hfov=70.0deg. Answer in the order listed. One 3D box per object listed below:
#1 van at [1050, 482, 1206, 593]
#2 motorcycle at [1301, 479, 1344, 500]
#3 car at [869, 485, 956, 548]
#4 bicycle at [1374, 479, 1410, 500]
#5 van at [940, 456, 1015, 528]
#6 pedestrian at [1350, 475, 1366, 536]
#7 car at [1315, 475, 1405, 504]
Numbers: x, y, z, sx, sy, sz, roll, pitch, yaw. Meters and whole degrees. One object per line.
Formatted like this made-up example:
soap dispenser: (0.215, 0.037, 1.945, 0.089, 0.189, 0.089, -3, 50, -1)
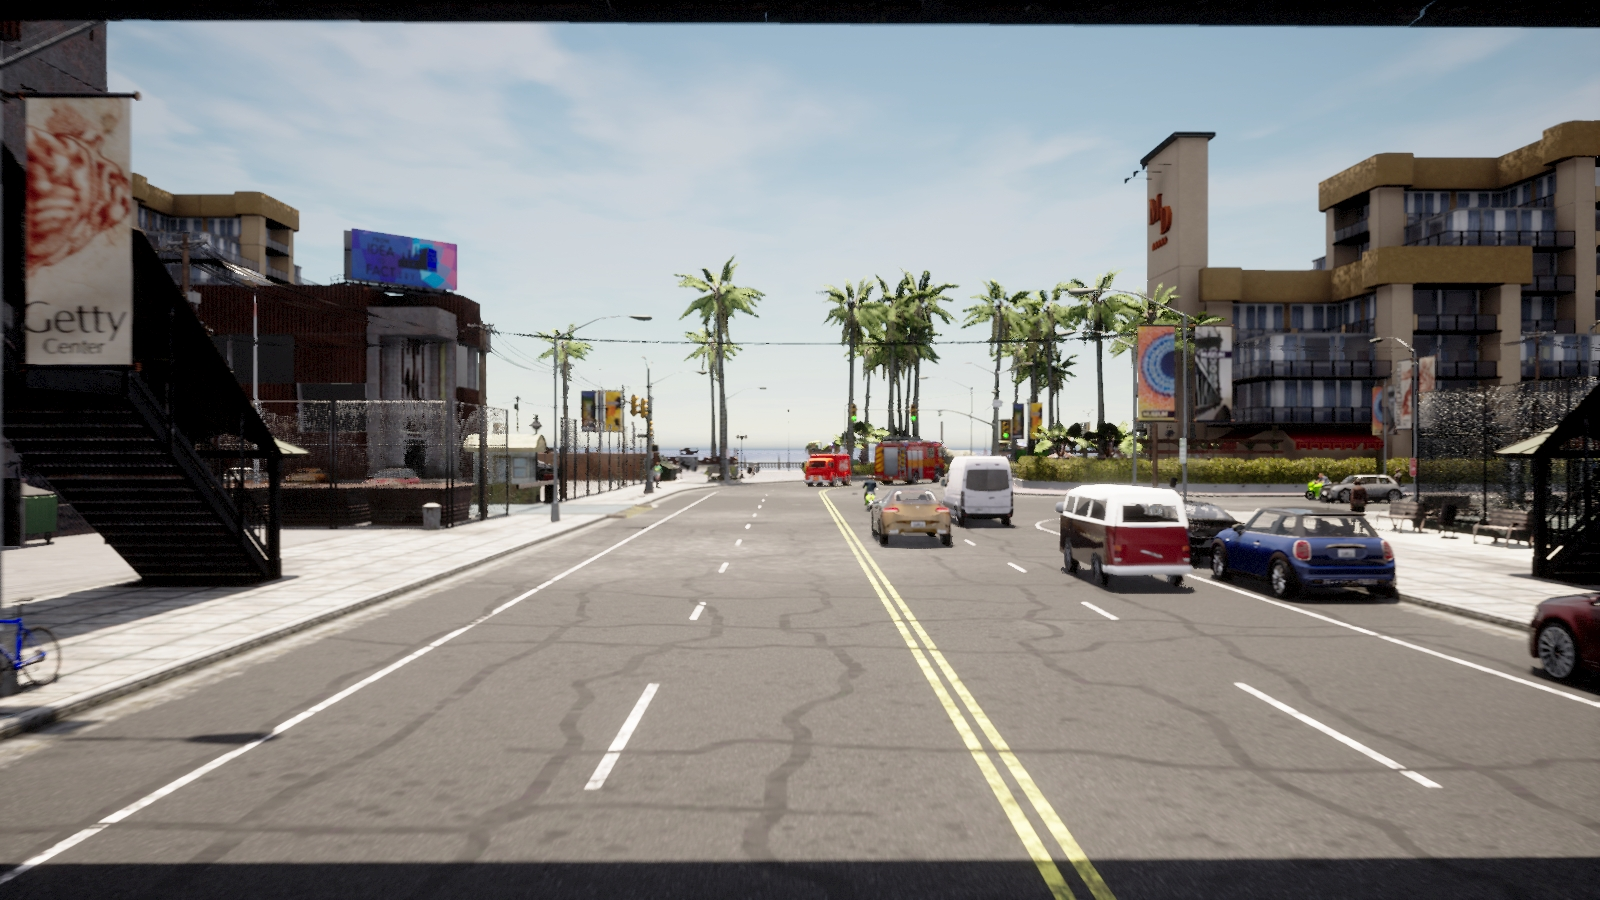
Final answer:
van: (6.941, 1.786, 24.746, 2.069, 2.038, 4.480, 0, 0, 0)
motorcycle: (29.153, 2.213, 63.750, 2.033, 1.145, 0.803, 0, 0, -1)
car: (3.381, 1.992, 35.340, 2.152, 1.651, 5.027, 0, 0, 0)
bicycle: (33.073, 2.209, 63.801, 1.835, 1.171, 0.329, 1, 0, -1)
van: (6.798, 1.534, 44.289, 1.988, 2.561, 5.915, 0, 0, 0)
pedestrian: (17.236, 1.696, 35.300, 0.375, 1.860, 0.375, 0, 0, 12)
car: (29.498, 2.065, 60.235, 3.806, 1.475, 1.970, 0, 0, -1)
